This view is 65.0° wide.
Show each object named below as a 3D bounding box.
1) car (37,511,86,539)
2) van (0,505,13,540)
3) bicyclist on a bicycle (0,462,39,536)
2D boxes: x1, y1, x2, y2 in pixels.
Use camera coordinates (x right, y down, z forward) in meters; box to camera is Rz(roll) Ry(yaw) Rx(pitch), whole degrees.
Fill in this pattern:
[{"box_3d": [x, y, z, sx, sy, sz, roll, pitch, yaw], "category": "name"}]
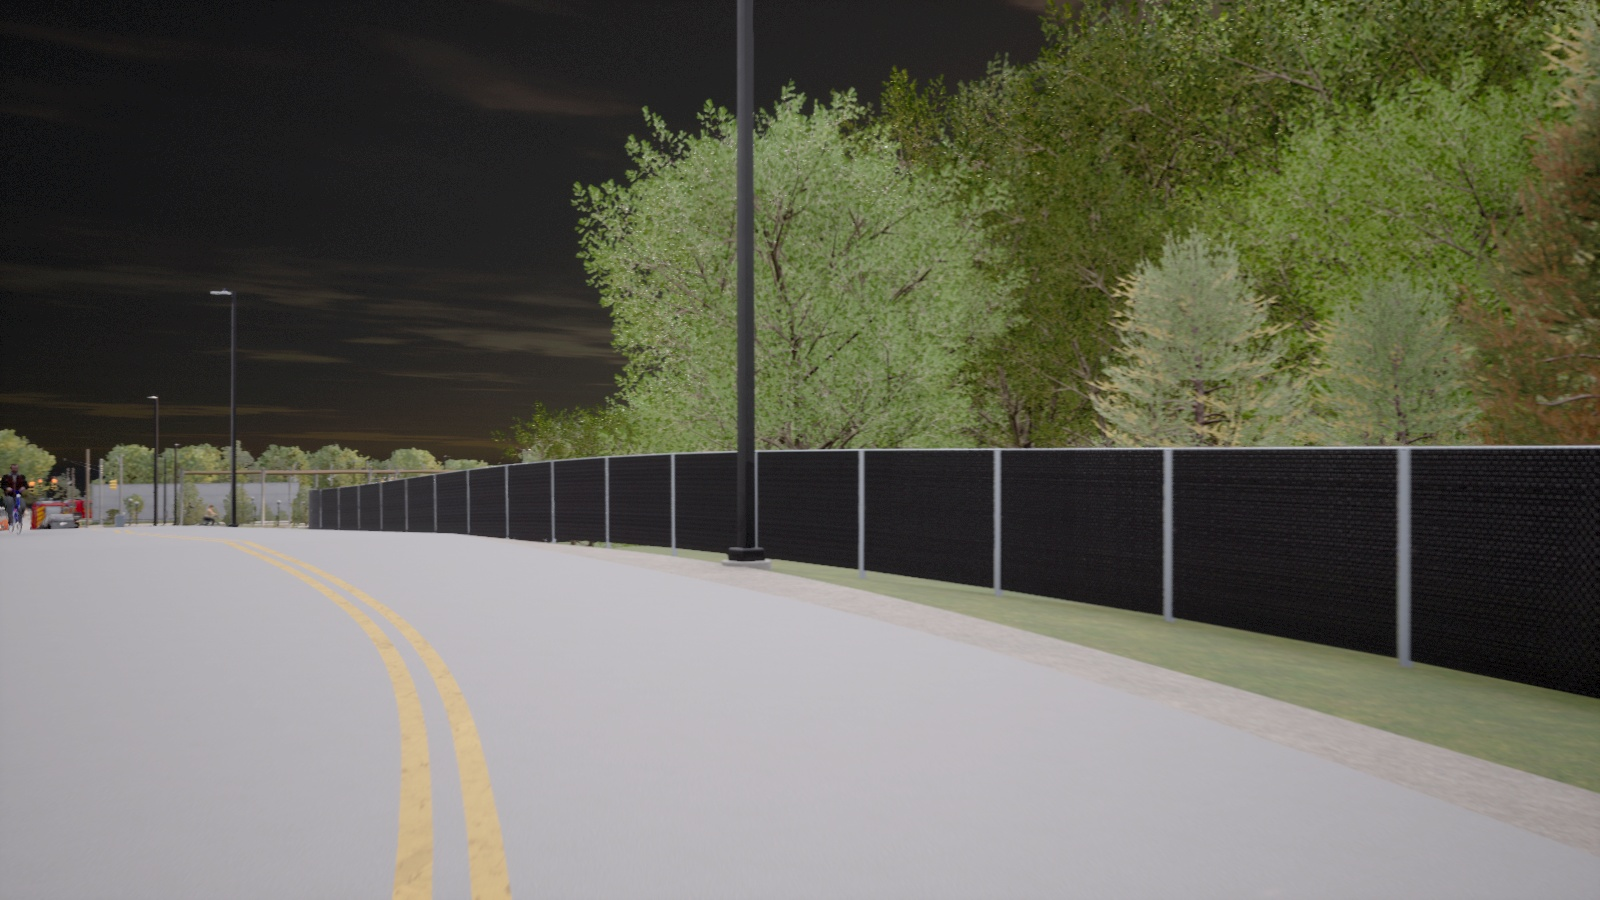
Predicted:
[{"box_3d": [-46.437, 4.720, 78.902, 2.163, 1.488, 4.792, 1, -5, -37], "category": "car"}, {"box_3d": [-49.572, 4.496, 77.376, 1.775, 1.987, 4.442, 0, -5, -32], "category": "van"}, {"box_3d": [-19.280, 1.185, 30.910, 0.659, 1.776, 1.843, 1, -1, -40], "category": "bicyclist on a bicycle"}]
